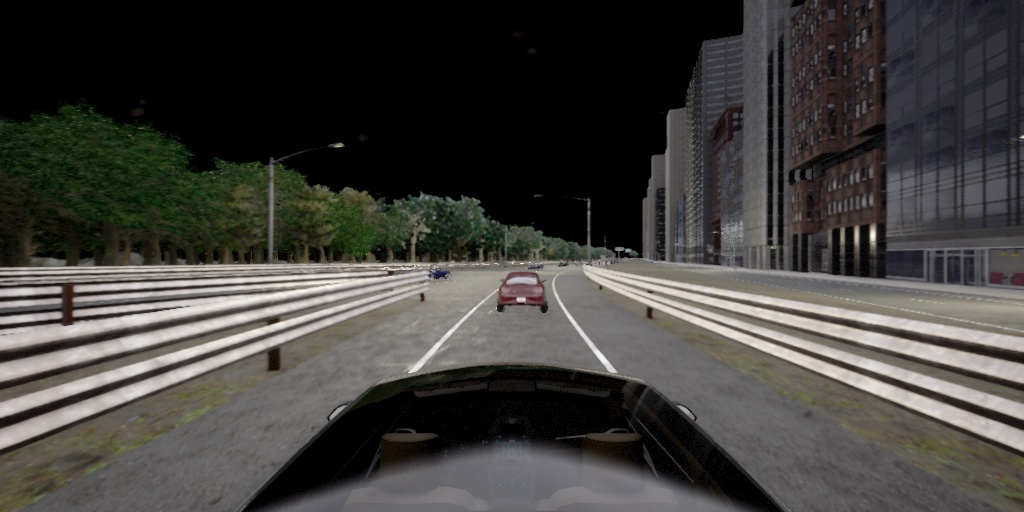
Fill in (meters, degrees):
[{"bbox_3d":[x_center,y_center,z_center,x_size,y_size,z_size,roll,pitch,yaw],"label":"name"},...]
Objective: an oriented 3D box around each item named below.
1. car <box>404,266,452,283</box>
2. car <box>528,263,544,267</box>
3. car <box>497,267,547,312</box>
[{"bbox_3d":[-6.892,1.475,30.053,1.895,1.301,4.718,0,-1,18],"label":"car"},{"bbox_3d":[4.294,1.860,63.924,1.895,1.301,4.718,0,-1,18],"label":"car"},{"bbox_3d":[0.461,1.357,14.713,1.812,1.442,4.674,0,0,3],"label":"car"}]
